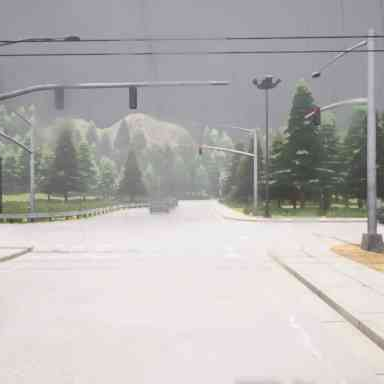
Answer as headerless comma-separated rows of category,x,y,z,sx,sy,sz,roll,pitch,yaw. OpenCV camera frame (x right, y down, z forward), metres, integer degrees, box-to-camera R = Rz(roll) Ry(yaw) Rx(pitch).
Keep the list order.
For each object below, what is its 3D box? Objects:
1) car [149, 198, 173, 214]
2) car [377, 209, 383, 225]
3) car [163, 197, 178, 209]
car,-3.529,1.680,37.081,1.994,1.385,4.181,0,0,0
car,14.623,1.362,22.123,4.553,1.767,2.097,0,0,1
car,-3.489,1.493,47.188,2.097,1.767,4.553,0,0,0
